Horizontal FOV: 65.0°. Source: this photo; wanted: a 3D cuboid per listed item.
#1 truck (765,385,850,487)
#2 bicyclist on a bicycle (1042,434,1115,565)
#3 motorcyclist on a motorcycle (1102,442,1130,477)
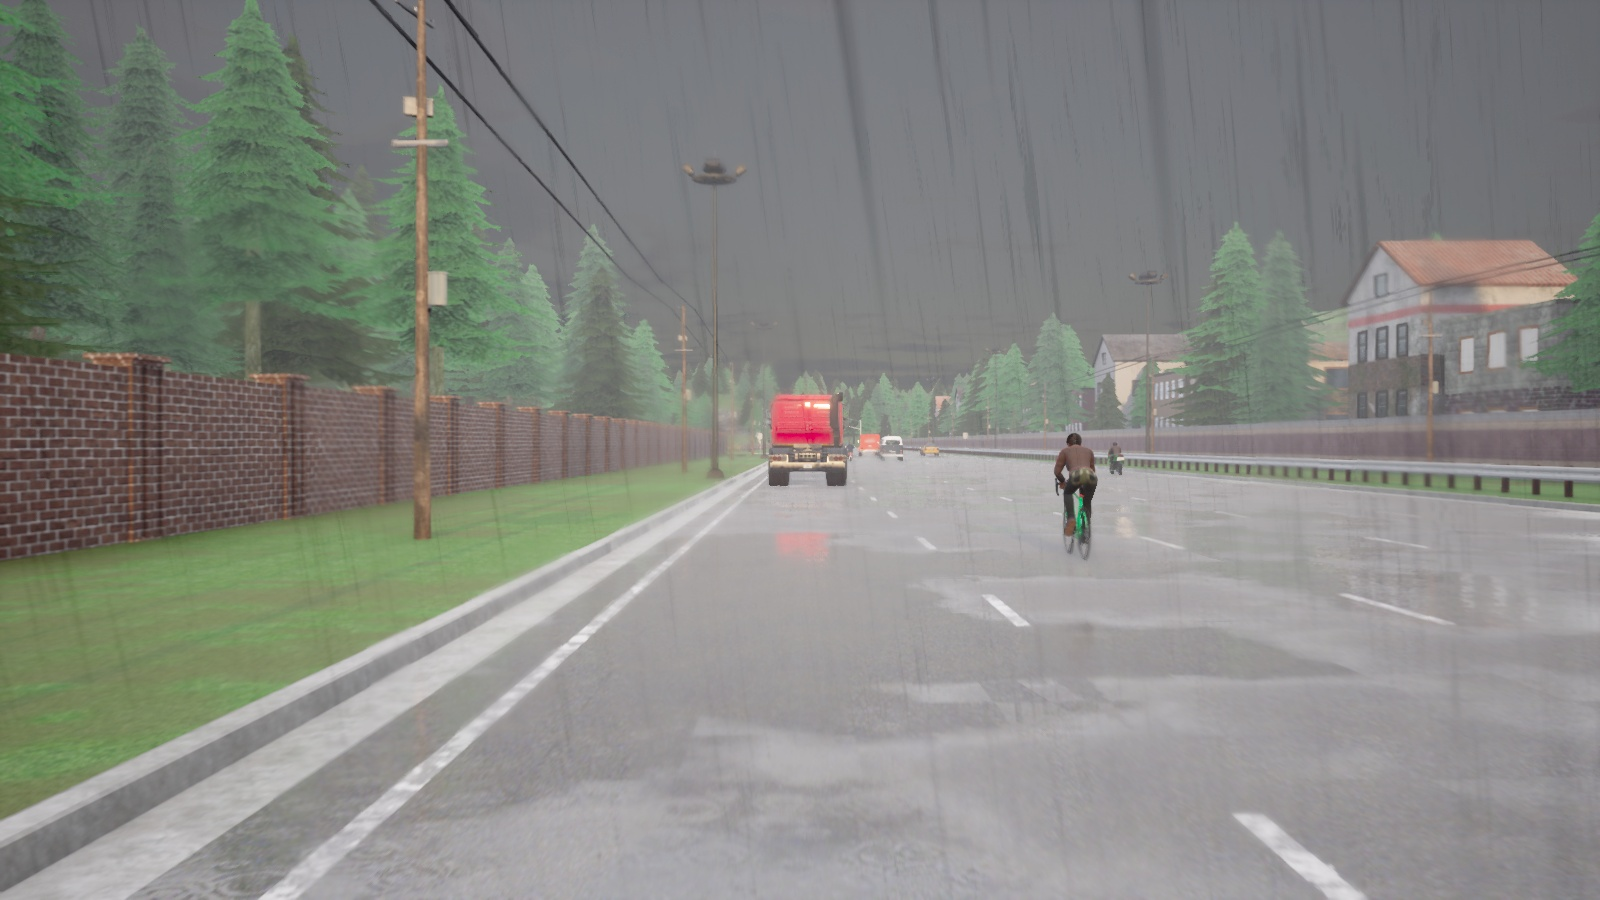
[{"bbox_3d":[0.283,-0.499,46.867,2.891,3.462,7.936,0,0,0],"label":"truck"},{"bbox_3d":[3.609,0.610,16.384,0.582,1.620,1.656,0,0,0],"label":"bicyclist on a bicycle"},{"bbox_3d":[14.342,0.419,57.065,0.797,1.523,2.044,0,0,0],"label":"motorcyclist on a motorcycle"}]
